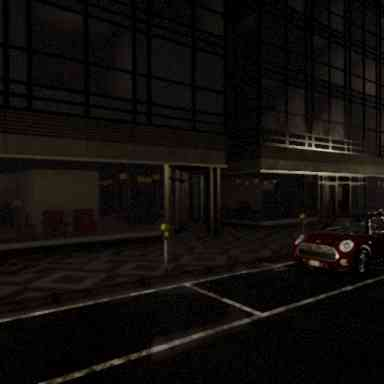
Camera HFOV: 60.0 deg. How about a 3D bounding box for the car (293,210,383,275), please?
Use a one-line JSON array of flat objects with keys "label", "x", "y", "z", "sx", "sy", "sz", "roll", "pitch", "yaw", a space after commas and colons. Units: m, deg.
[{"label": "car", "x": 4.951, "y": 1.397, "z": 10.183, "sx": 4.097, "sy": 1.590, "sz": 1.967, "roll": 0, "pitch": 0, "yaw": -35}]
